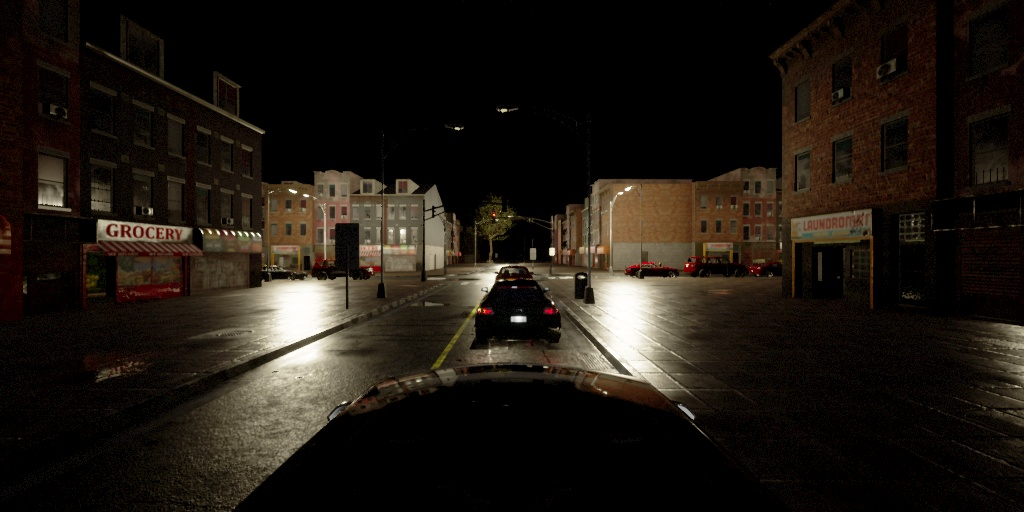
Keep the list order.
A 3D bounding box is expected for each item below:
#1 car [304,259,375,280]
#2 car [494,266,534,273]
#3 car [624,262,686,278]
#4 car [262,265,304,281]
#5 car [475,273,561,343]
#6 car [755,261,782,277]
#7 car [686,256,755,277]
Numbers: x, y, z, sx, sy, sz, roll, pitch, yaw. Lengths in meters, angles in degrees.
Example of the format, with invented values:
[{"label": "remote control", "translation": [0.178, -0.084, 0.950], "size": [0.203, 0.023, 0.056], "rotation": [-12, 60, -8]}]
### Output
[{"label": "car", "translation": [-14.451, 1.180, 30.685], "size": [5.009, 1.841, 2.192], "rotation": [0, 0, 0]}, {"label": "car", "translation": [0.106, 1.236, 18.612], "size": [1.882, 1.535, 5.008], "rotation": [0, 0, 0]}, {"label": "car", "translation": [11.957, 1.217, 30.723], "size": [4.507, 1.381, 1.888], "rotation": [0, 0, 0]}, {"label": "car", "translation": [-19.877, 1.473, 30.677], "size": [4.313, 1.339, 1.948], "rotation": [0, 0, 0]}, {"label": "car", "translation": [0.110, 1.316, 9.648], "size": [1.994, 1.385, 4.181], "rotation": [0, 0, -1]}, {"label": "car", "translation": [22.825, 1.141, 30.739], "size": [4.507, 1.381, 1.888], "rotation": [0, 0, 0]}, {"label": "car", "translation": [17.391, 0.948, 30.731], "size": [5.009, 1.841, 2.192], "rotation": [0, 0, 0]}]
